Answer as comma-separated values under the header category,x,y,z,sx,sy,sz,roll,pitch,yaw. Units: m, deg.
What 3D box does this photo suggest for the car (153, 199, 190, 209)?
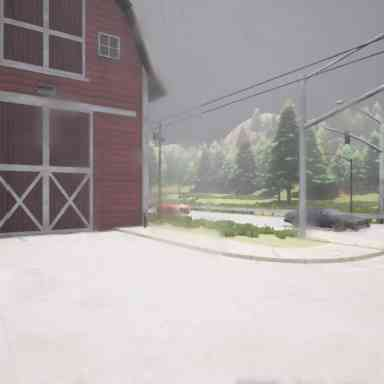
category,x,y,z,sx,sy,sz,roll,pitch,yaw
car,-2.052,1.598,36.690,2.097,1.767,4.553,0,0,-34

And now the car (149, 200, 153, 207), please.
category,x,y,z,sx,sy,sz,roll,pitch,yaw
car,-6.523,1.852,49.614,1.812,1.442,4.674,0,0,-34

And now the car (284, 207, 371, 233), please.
category,x,y,z,sx,sy,sz,roll,pitch,yaw
car,8.425,1.695,21.345,2.033,1.411,5.357,0,0,-34
